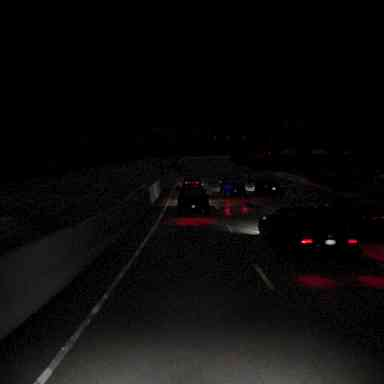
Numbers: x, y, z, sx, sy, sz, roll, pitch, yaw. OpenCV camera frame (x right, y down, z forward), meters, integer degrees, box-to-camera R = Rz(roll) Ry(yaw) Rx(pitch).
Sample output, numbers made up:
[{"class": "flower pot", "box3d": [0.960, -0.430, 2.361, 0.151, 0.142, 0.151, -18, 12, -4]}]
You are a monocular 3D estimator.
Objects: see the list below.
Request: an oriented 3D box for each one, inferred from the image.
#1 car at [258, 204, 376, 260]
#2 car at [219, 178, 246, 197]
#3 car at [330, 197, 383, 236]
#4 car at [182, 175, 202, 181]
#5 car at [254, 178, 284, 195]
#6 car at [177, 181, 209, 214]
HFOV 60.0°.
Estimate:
[{"class": "car", "box3d": [3.598, 1.224, 11.157, 2.033, 1.411, 5.357, 0, 3, 0]}, {"class": "car", "box3d": [3.523, -0.507, 29.363, 1.882, 1.535, 5.008, 0, 6, 0]}, {"class": "car", "box3d": [7.091, 0.955, 14.493, 1.882, 1.535, 5.008, 0, 4, 0]}, {"class": "car", "box3d": [-0.005, -0.931, 32.878, 2.128, 1.511, 4.902, 0, 7, 0]}, {"class": "car", "box3d": [7.019, -0.560, 30.496, 1.994, 1.385, 4.181, 0, 7, 0]}, {"class": "car", "box3d": [0.066, 0.411, 21.177, 1.882, 1.535, 5.008, 0, 5, 0]}]
